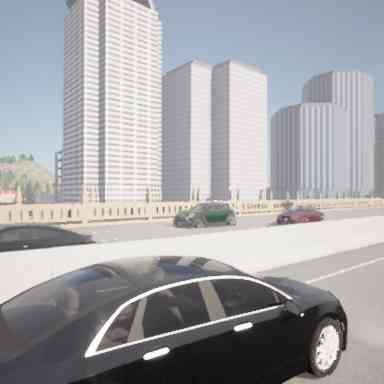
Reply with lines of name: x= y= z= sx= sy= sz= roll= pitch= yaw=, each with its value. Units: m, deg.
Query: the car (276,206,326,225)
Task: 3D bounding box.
car: x=8.049 y=1.727 z=24.455 sx=4.181 sy=1.385 sz=1.994 roll=0 pitch=0 yaw=-40

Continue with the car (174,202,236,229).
car: x=0.920 y=1.500 z=22.976 sx=4.553 sy=1.767 sz=2.097 roll=0 pitch=0 yaw=-40

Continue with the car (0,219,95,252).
car: x=-4.986 y=1.581 z=9.172 sx=4.674 sy=1.442 sz=1.812 roll=0 pitch=0 yaw=-37

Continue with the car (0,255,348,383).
car: x=-0.055 y=1.531 z=3.923 sx=4.892 sy=1.490 sz=1.837 roll=0 pitch=0 yaw=-37
